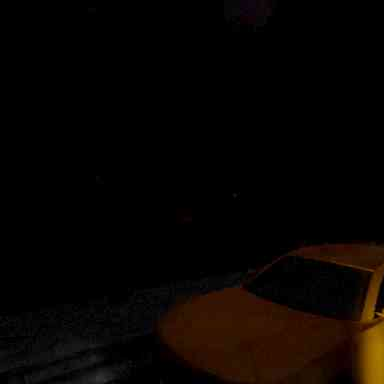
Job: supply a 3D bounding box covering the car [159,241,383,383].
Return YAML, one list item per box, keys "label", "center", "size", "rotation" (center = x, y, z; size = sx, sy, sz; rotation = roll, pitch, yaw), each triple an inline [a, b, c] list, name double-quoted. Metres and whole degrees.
- label: "car"
  center: [1.947, 1.477, 4.337]
  size: [5.008, 1.535, 1.882]
  rotation: [0, 0, -36]
